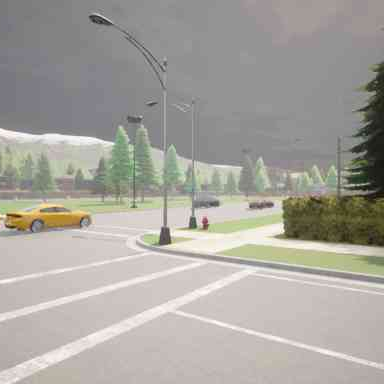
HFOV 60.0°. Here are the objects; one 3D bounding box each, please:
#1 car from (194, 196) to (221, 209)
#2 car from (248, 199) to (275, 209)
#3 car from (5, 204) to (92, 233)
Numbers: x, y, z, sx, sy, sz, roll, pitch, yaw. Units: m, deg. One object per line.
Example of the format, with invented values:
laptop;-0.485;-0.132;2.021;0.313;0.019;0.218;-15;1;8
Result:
car;2.222;1.351;46.329;2.097;1.767;4.553;0;0;36
car;9.372;1.601;44.273;1.895;1.301;4.718;0;0;36
car;-8.308;1.477;19.798;1.882;1.535;5.008;0;0;36
